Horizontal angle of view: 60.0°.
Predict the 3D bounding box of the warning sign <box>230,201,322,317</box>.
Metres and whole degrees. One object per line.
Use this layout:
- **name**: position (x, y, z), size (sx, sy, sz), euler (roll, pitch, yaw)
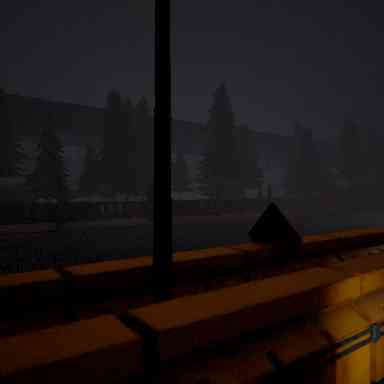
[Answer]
- **warning sign**: position (1.547, 1.115, 6.262), size (1.060, 1.860, 1.300), euler (0, 0, -35)
